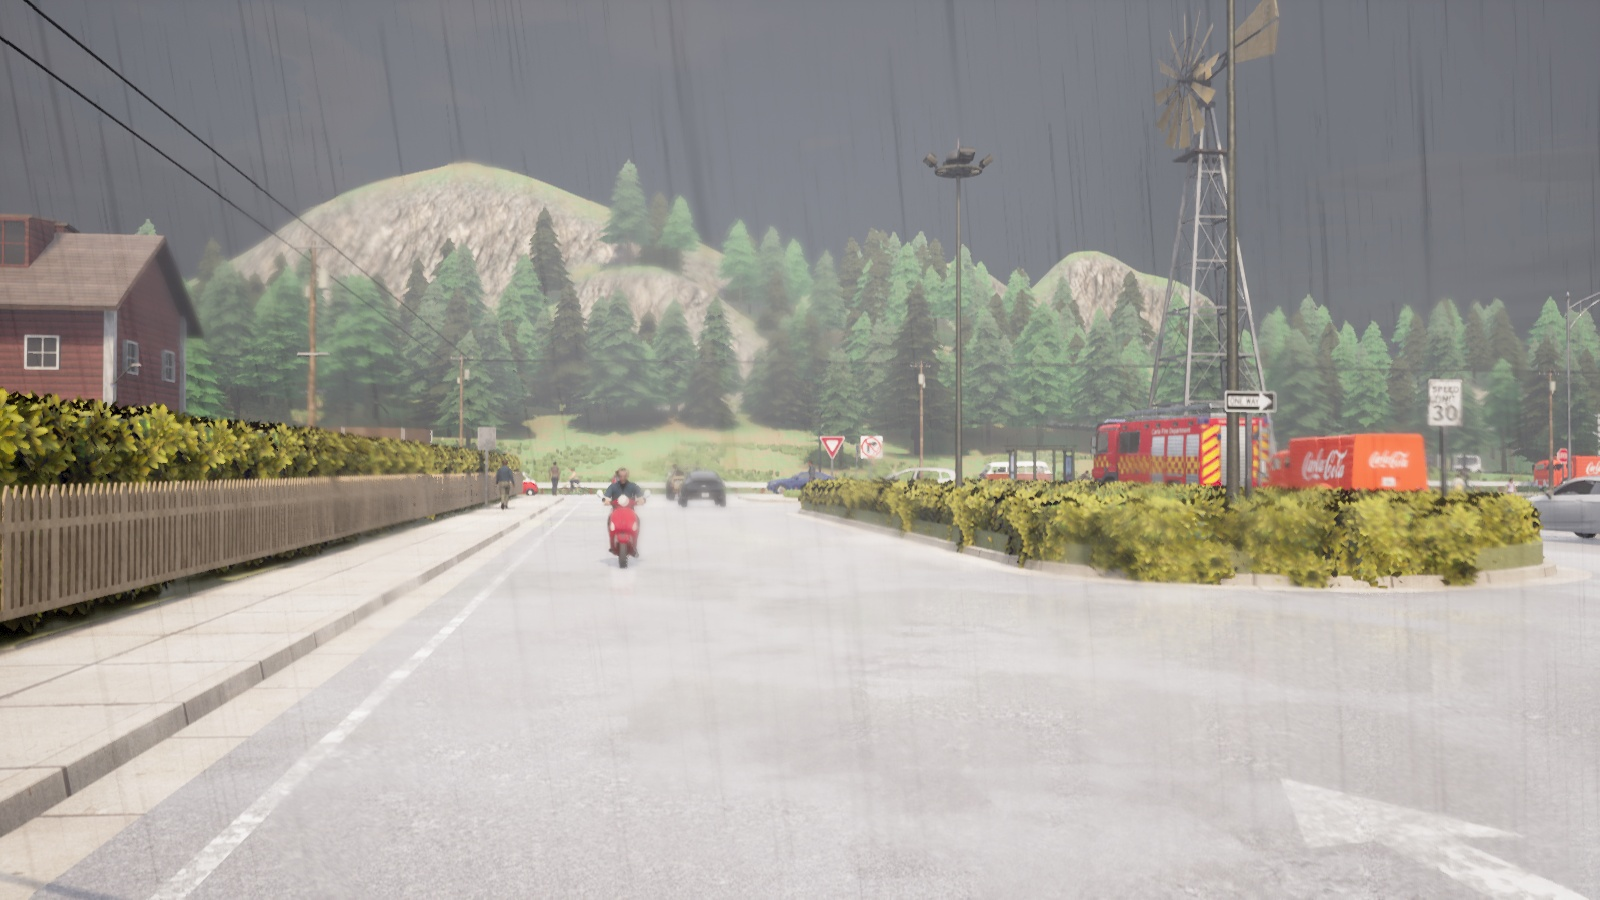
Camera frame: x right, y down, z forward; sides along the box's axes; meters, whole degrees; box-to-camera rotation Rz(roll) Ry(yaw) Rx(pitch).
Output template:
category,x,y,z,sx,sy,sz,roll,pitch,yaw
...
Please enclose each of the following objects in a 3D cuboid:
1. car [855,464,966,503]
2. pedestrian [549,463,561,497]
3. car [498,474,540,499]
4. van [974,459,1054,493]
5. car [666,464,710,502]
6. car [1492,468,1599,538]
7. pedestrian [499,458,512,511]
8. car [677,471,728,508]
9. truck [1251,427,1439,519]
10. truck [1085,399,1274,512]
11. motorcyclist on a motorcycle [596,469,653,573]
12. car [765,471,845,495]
category,x,y,z,sx,sy,sz,roll,pitch,yaw
car,4.822,1.443,54.409,4.611,1.667,2.242,-1,-1,10
pedestrian,-12.878,1.573,65.996,0.328,1.805,0.869,-1,-1,8
car,-15.904,2.074,71.095,2.207,1.376,1.481,-1,-1,-8
van,13.398,1.621,78.794,4.480,2.038,2.069,0,-1,-8
car,-5.723,1.640,63.541,1.932,1.855,4.605,0,-1,-9
car,17.260,1.109,26.908,1.812,1.442,4.674,0,-1,-8
pedestrian,-10.309,1.220,43.981,0.370,1.835,0.726,0,-1,-6
car,-4.200,1.662,53.571,1.837,1.490,4.892,0,-2,-8
truck,15.745,0.735,36.703,2.627,2.467,5.204,0,-2,-8
truck,13.912,0.249,46.999,2.891,3.827,8.468,0,-1,-13
motorcyclist on a motorcycle,-2.823,1.098,20.171,0.866,1.590,1.817,0,-1,-8
car,0.284,2.001,76.928,4.674,1.442,1.812,0,-1,-8
